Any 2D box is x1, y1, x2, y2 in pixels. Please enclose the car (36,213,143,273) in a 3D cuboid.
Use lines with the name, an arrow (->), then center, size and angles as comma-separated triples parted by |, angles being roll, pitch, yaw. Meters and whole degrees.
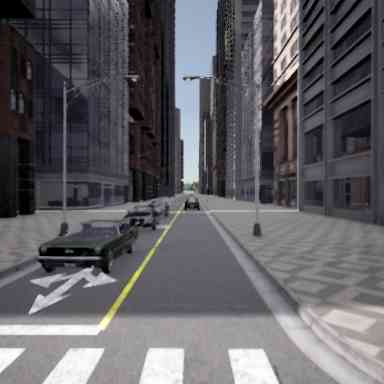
car -> -3.090, 1.602, 10.853 | 1.895, 1.301, 4.718 | 0, 0, 2

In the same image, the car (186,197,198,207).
car -> 0.006, 1.536, 51.511 | 1.837, 1.490, 4.892 | 0, 0, 0

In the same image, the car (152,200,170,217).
car -> -3.077, 1.501, 31.268 | 2.128, 1.511, 4.902 | 0, 0, 0

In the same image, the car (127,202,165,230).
car -> -3.086, 1.568, 20.940 | 1.994, 1.385, 4.181 | 0, 0, 0

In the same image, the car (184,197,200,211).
car -> 0.005, 1.499, 41.084 | 1.882, 1.535, 5.008 | 0, 0, 0
